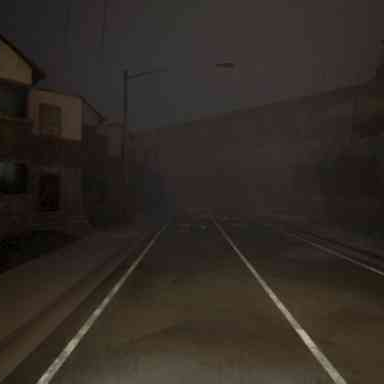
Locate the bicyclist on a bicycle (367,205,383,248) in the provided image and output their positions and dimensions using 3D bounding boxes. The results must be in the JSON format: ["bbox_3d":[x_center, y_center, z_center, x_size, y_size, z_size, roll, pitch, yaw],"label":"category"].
[{"bbox_3d":[7.366,1.308,12.473,1.656,1.620,0.582,0,0,0],"label":"bicyclist on a bicycle"}]

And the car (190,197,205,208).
[{"bbox_3d":[0.838,1.504,47.985,1.882,1.535,5.008,0,0,6],"label":"car"}]
